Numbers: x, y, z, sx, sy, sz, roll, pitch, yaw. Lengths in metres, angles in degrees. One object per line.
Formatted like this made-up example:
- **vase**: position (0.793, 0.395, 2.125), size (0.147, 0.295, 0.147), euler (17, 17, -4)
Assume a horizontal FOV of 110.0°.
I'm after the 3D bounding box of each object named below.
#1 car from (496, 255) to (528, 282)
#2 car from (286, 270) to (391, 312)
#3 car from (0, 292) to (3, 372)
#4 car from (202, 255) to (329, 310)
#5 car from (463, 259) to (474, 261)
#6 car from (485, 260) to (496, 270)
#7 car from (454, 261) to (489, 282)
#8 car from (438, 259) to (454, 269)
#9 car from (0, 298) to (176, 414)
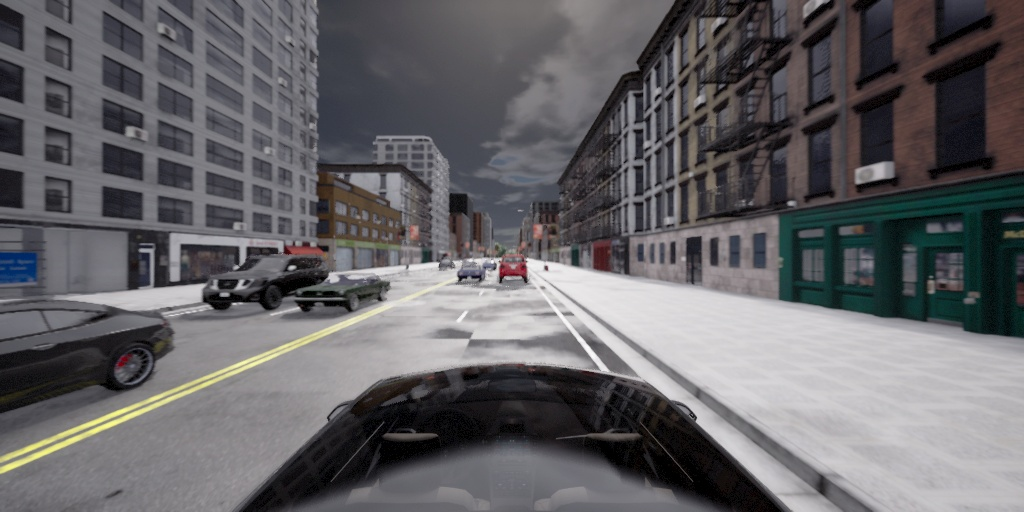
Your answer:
- **car**: position (0.093, 0.942, 28.843), size (2.150, 2.045, 5.566), euler (0, 0, 0)
- **car**: position (-6.502, 1.338, 14.313), size (1.895, 1.301, 4.718), euler (0, 0, 0)
- **car**: position (-9.819, 1.312, 4.120), size (1.994, 1.385, 4.181), euler (0, 0, 0)
- **car**: position (-9.752, 0.958, 14.934), size (2.150, 2.045, 5.566), euler (0, 0, 0)
- **car**: position (-6.576, 1.182, 54.142), size (2.128, 1.511, 4.902), euler (0, 0, 0)
- **car**: position (-3.158, 1.243, 51.275), size (2.033, 1.411, 5.357), euler (0, 0, 0)
- **car**: position (-3.156, 1.322, 28.806), size (1.895, 1.301, 4.718), euler (0, 0, 0)
- **car**: position (-9.822, 1.218, 54.033), size (1.812, 1.442, 4.674), euler (0, 0, 0)
- **car**: position (-6.565, 1.273, 4.100), size (1.812, 1.442, 4.674), euler (0, 0, 1)
